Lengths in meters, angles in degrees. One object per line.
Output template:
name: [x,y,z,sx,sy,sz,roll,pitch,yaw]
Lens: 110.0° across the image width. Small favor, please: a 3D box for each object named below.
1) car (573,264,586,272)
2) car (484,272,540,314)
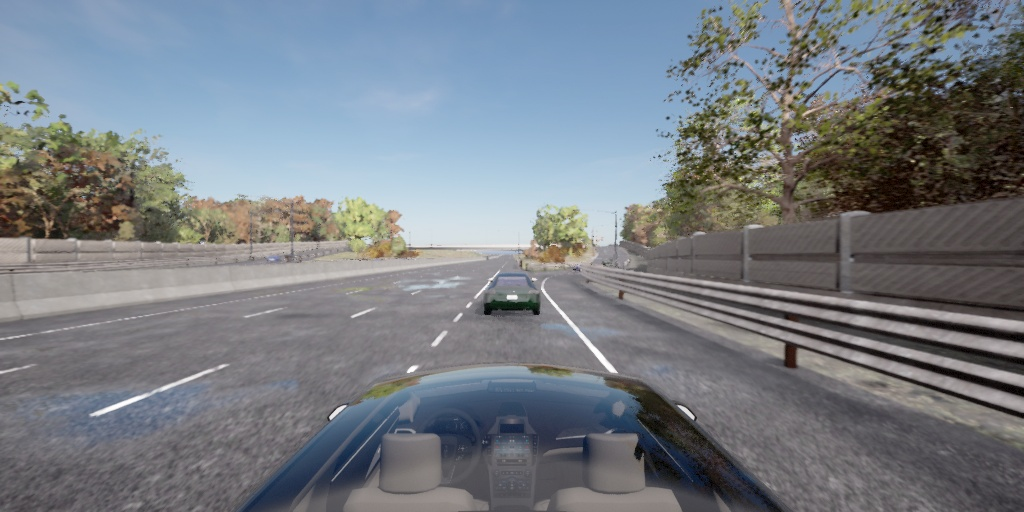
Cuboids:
car: [12.199,2.049,62.418,1.895,1.301,4.718,0,-1,26]
car: [0.012,1.318,13.772,1.994,1.385,4.181,0,0,0]
